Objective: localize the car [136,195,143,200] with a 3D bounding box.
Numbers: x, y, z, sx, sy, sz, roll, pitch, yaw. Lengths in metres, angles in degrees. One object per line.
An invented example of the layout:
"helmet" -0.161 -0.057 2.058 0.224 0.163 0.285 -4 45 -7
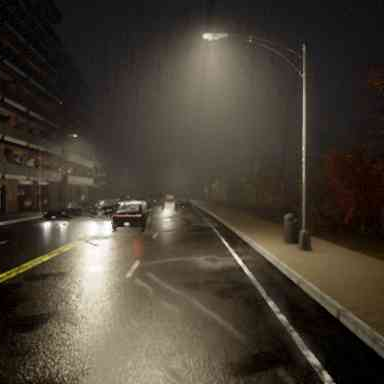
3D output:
"car" -10.387 1.330 68.553 1.994 1.385 4.181 0 0 -7

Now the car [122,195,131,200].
"car" -13.609 1.312 68.130 2.128 1.511 4.902 0 0 -7

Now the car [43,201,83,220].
"car" -10.467 1.493 27.562 2.033 1.411 5.357 0 0 -2

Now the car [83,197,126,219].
"car" -7.246 1.431 28.186 2.128 1.511 4.902 0 0 -2

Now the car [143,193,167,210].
"car" -4.509 1.122 41.654 2.150 2.045 5.566 0 0 -4

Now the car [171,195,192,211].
"car" -1.065 1.397 38.512 2.128 1.511 4.902 0 0 -3

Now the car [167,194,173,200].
"car" -5.359 1.252 80.054 1.882 1.535 5.008 0 0 -9

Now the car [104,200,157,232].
"car" -3.489 1.450 19.832 2.128 1.511 4.902 0 0 -2
